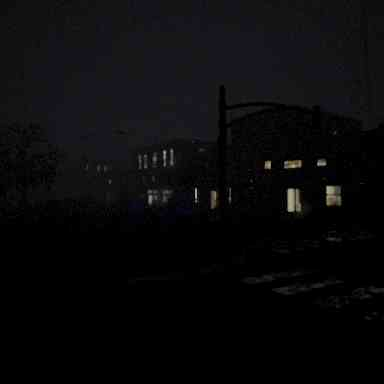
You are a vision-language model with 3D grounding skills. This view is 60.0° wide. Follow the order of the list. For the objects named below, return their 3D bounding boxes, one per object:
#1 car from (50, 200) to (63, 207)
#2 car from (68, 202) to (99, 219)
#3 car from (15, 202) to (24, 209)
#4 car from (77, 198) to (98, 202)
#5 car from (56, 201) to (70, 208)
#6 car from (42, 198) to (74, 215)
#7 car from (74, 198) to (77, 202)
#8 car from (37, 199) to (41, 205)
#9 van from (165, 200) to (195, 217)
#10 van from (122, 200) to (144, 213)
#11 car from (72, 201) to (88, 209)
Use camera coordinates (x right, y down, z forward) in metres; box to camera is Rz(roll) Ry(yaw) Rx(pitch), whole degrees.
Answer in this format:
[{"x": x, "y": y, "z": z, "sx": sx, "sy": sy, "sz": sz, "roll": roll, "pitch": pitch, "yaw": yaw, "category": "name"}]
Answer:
[{"x": -31.453, "y": 2.666, "z": 77.125, "sx": 1.752, "sy": 1.417, "sz": 4.829, "roll": -2, "pitch": 0, "yaw": -36, "category": "car"}, {"x": -11.331, "y": 2.074, "z": 35.392, "sx": 1.752, "sy": 1.417, "sz": 4.829, "roll": -1, "pitch": 0, "yaw": -36, "category": "car"}, {"x": -34.684, "y": 2.640, "z": 67.392, "sx": 1.752, "sy": 1.417, "sz": 4.829, "roll": -1, "pitch": 0, "yaw": -36, "category": "car"}, {"x": -18.013, "y": 2.130, "z": 58.701, "sx": 2.192, "sy": 1.841, "sz": 5.009, "roll": -2, "pitch": 0, "yaw": -36, "category": "car"}, {"x": -28.015, "y": 2.640, "z": 72.416, "sx": 1.802, "sy": 1.307, "sz": 4.206, "roll": -2, "pitch": 0, "yaw": -36, "category": "car"}, {"x": -18.109, "y": 2.028, "z": 44.672, "sx": 2.192, "sy": 1.841, "sz": 5.009, "roll": -1, "pitch": 0, "yaw": -36, "category": "car"}, {"x": -21.091, "y": 2.078, "z": 58.539, "sx": 2.150, "sy": 2.045, "sz": 5.566, "roll": -1, "pitch": -1, "yaw": -36, "category": "car"}, {"x": -38.024, "y": 2.852, "z": 86.131, "sx": 2.008, "sy": 1.369, "sz": 4.403, "roll": -2, "pitch": 0, "yaw": -36, "category": "car"}, {"x": -1.333, "y": 1.753, "z": 35.843, "sx": 1.690, "sy": 1.788, "sz": 3.998, "roll": -2, "pitch": 0, "yaw": -36, "category": "van"}, {"x": -8.004, "y": 1.914, "z": 44.985, "sx": 1.690, "sy": 1.788, "sz": 3.998, "roll": -2, "pitch": 0, "yaw": -36, "category": "van"}, {"x": -21.342, "y": 2.478, "z": 63.272, "sx": 1.802, "sy": 1.307, "sz": 4.206, "roll": -2, "pitch": 0, "yaw": -36, "category": "car"}]
